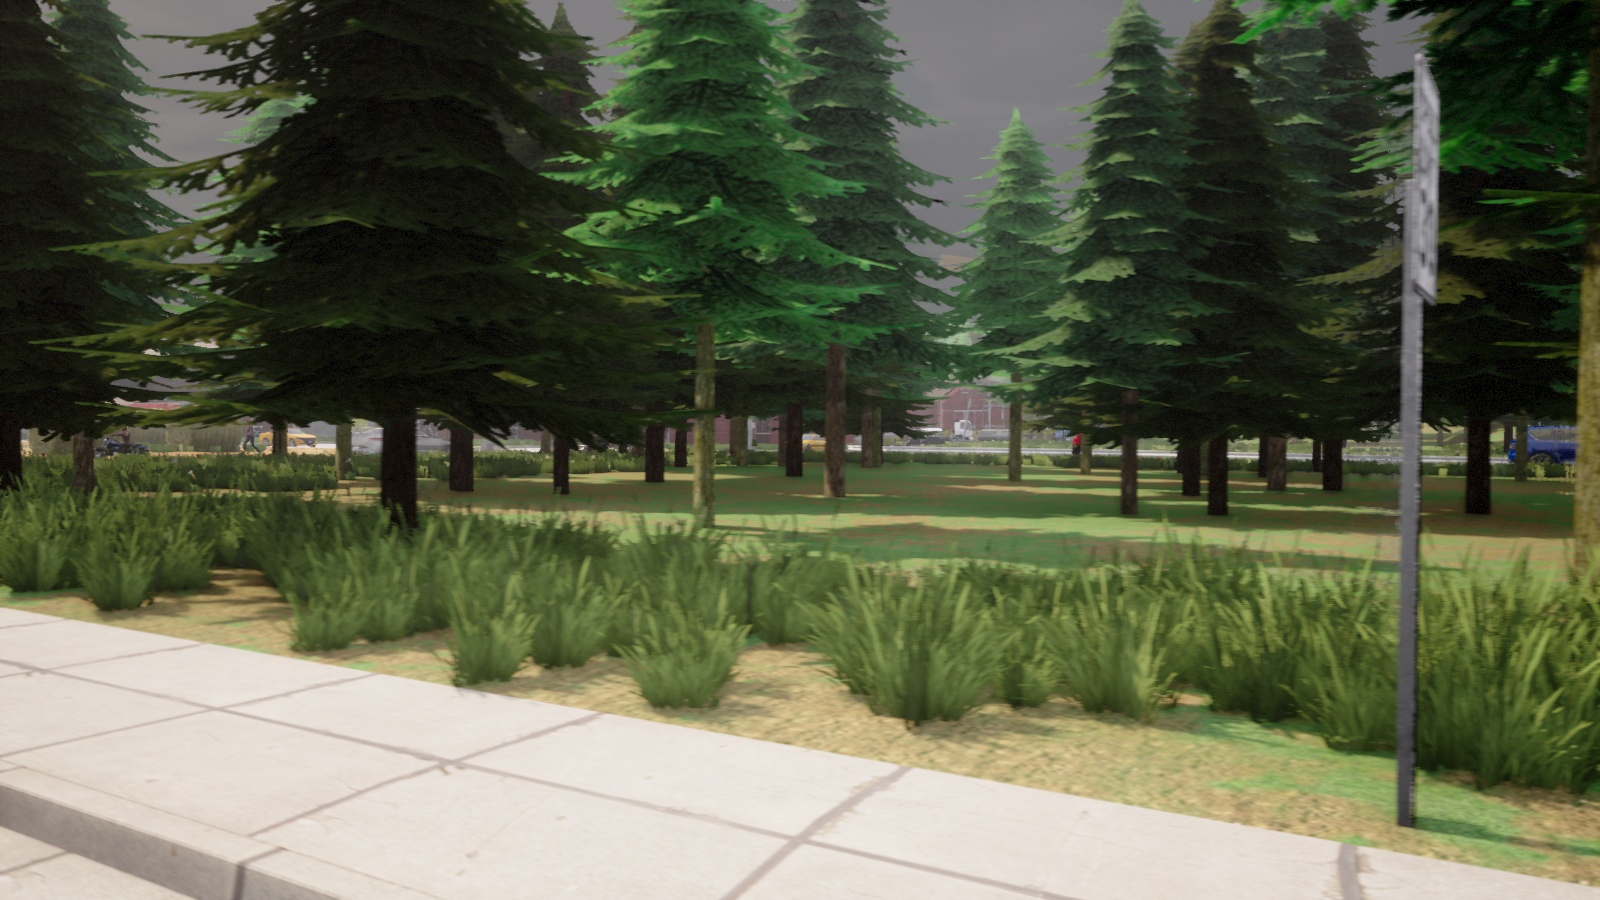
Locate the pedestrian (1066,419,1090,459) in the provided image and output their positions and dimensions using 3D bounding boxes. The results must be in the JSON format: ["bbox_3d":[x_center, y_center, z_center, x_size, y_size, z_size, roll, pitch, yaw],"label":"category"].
[{"bbox_3d":[12.829,-0.515,58.042,0.899,1.844,0.634,0,1,34],"label":"pedestrian"}]

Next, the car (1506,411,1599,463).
[{"bbox_3d":[31.788,-0.530,50.733,5.566,2.045,2.150,0,1,33],"label":"car"}]

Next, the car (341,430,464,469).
[{"bbox_3d":[-17.766,-0.071,56.357,2.152,1.651,5.027,0,1,32],"label":"car"}]

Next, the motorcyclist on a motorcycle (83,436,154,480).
[{"bbox_3d":[-26.577,0.281,49.008,0.766,1.649,2.350,0,1,32],"label":"motorcyclist on a motorcycle"}]

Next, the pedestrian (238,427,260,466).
[{"bbox_3d":[-26.086,-0.168,59.480,0.328,1.805,0.869,0,1,33],"label":"pedestrian"}]

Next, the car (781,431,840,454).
[{"bbox_3d":[0.820,-0.568,92.159,1.801,1.575,5.366,0,1,32],"label":"car"}]
